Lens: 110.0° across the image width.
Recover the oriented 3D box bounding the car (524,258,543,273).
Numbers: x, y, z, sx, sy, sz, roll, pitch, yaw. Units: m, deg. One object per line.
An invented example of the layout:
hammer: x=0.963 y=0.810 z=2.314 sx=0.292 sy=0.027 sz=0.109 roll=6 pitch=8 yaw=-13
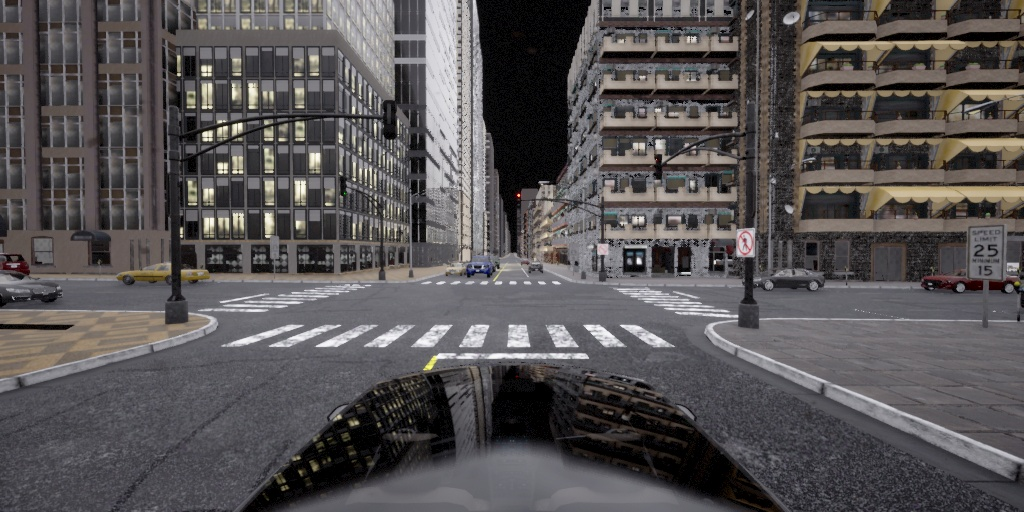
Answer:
car: x=2.755 y=1.289 z=42.207 sx=2.007 sy=1.370 sz=4.403 roll=0 pitch=0 yaw=0

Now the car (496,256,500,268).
car: x=-3.004 y=0.957 z=55.385 sx=2.150 sy=2.045 sz=5.566 roll=0 pitch=0 yaw=0

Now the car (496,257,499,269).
car: x=-3.024 y=1.215 z=44.829 sx=1.882 sy=1.535 sz=5.008 roll=0 pitch=0 yaw=0

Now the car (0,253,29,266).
car: x=-33.581 y=0.712 z=22.498 sx=5.009 sy=1.841 sz=2.192 roll=0 pitch=0 yaw=1

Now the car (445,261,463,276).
car: x=-5.635 y=1.265 z=36.396 sx=1.751 sy=1.417 sz=4.829 roll=0 pitch=0 yaw=0

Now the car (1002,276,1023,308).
car: x=21.734 y=1.576 z=13.249 sx=4.313 sy=1.339 sz=1.948 roll=0 pitch=0 yaw=1

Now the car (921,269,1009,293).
car: x=27.406 y=1.462 z=21.540 sx=4.507 sy=1.381 sz=1.888 roll=0 pitch=0 yaw=1

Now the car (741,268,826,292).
car: x=16.340 y=1.375 z=21.714 sx=4.403 sy=1.370 sz=2.007 roll=0 pitch=0 yaw=1

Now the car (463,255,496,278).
car: x=-3.047 y=0.962 z=34.698 sx=2.150 sy=2.045 sz=5.566 roll=0 pitch=0 yaw=0

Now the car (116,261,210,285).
car: x=-21.634 y=1.029 z=22.274 sx=4.829 sy=1.417 sz=1.751 roll=0 pitch=0 yaw=1

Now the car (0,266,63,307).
car: x=-20.267 y=1.204 z=13.938 sx=4.403 sy=1.370 sz=2.007 roll=0 pitch=0 yaw=1
